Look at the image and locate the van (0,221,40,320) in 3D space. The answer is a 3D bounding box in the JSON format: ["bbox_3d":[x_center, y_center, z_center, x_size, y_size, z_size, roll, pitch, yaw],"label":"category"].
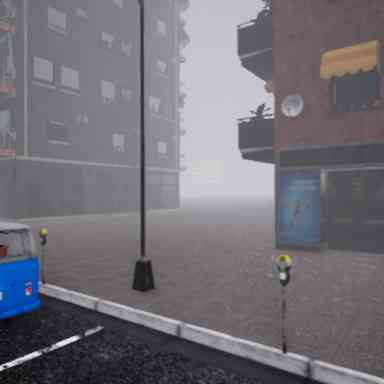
[{"bbox_3d":[-4.483,1.359,6.075,3.998,1.788,1.690,0,0,36],"label":"van"}]
